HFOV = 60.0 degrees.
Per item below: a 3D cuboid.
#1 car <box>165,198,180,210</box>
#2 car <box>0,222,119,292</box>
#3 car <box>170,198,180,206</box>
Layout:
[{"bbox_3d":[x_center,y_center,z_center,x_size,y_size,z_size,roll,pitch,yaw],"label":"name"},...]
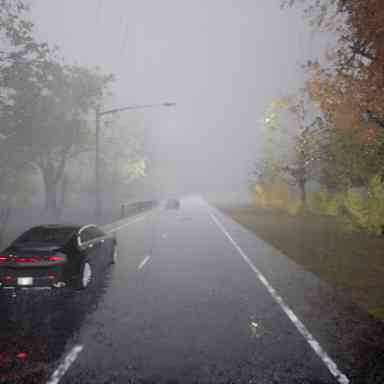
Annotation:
[{"bbox_3d":[-2.990,1.904,51.229,2.128,1.511,4.902,0,0,0],"label":"car"},{"bbox_3d":[-3.381,1.591,9.232,1.837,1.490,4.892,0,0,1],"label":"car"},{"bbox_3d":[-3.629,2.090,70.444,1.812,1.442,4.674,0,0,-4],"label":"car"}]
